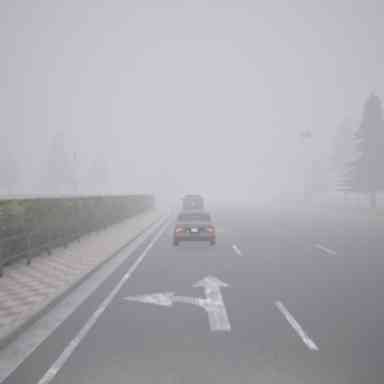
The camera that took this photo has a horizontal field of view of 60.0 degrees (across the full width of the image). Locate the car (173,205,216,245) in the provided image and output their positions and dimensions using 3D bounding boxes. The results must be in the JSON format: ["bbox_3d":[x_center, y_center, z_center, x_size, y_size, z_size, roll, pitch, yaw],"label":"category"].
[{"bbox_3d":[0.099,1.564,15.708,2.033,1.411,5.357,0,0,0],"label":"car"}]

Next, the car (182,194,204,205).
[{"bbox_3d":[0.099,1.257,34.720,2.150,2.045,5.566,0,0,0],"label":"car"}]
